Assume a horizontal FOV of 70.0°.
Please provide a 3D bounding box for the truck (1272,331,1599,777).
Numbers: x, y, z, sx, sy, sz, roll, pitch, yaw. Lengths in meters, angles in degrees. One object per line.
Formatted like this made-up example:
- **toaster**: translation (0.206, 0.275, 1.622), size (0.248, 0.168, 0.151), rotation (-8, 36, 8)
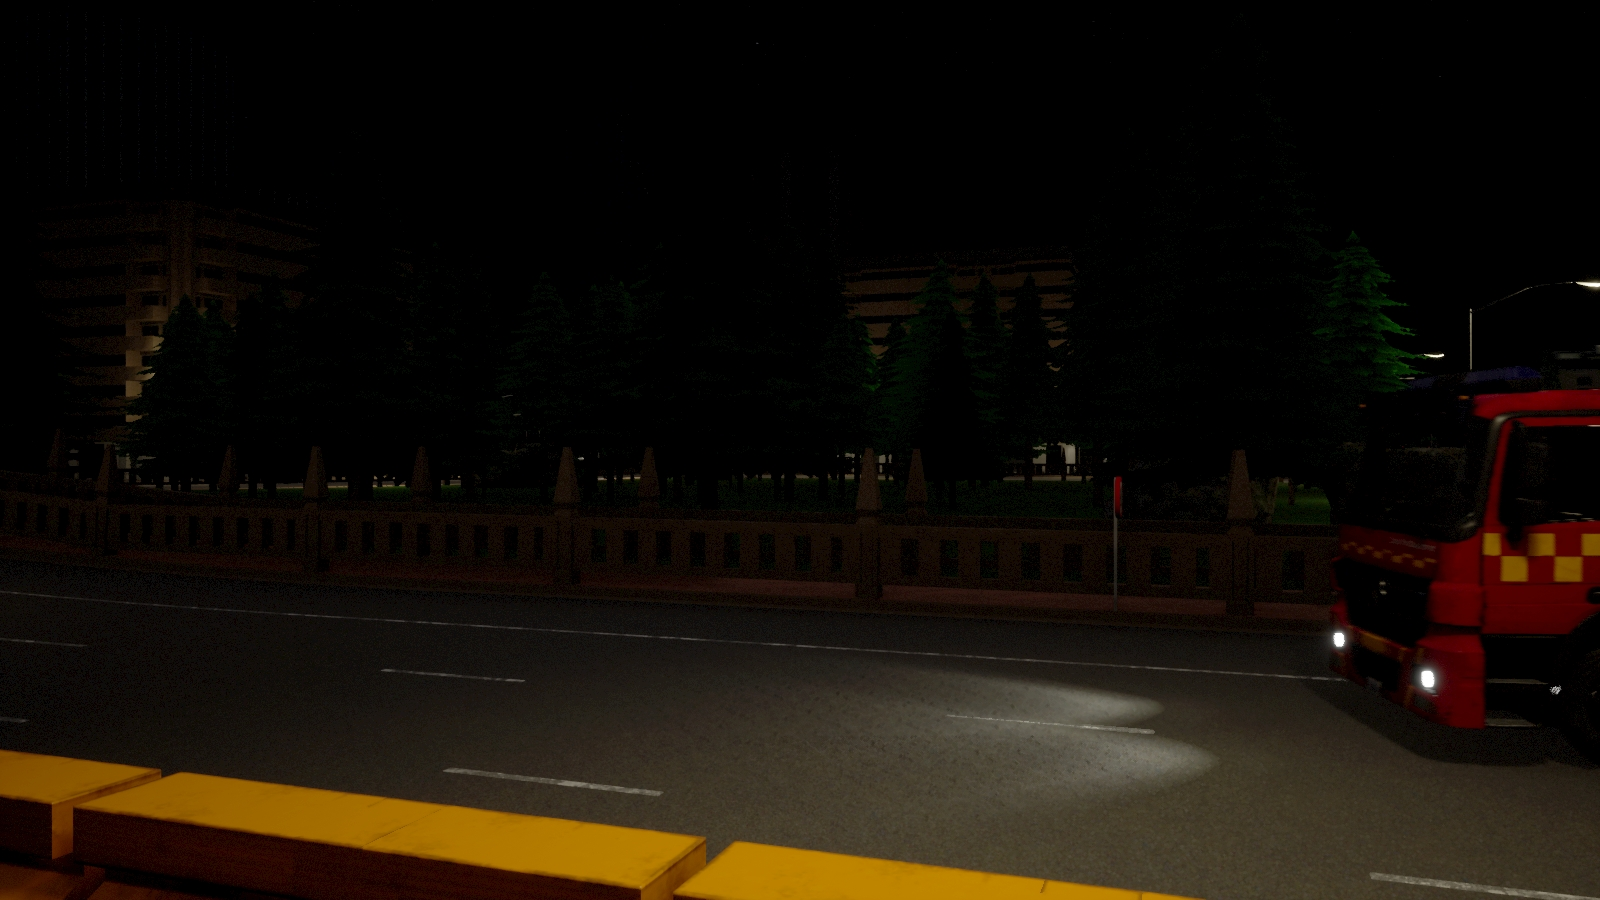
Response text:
- **truck**: translation (9.405, 0.890, 11.040), size (8.468, 3.827, 2.891), rotation (0, 0, 5)
